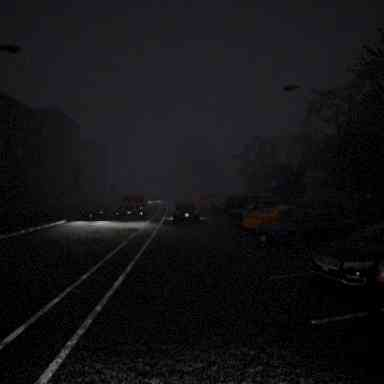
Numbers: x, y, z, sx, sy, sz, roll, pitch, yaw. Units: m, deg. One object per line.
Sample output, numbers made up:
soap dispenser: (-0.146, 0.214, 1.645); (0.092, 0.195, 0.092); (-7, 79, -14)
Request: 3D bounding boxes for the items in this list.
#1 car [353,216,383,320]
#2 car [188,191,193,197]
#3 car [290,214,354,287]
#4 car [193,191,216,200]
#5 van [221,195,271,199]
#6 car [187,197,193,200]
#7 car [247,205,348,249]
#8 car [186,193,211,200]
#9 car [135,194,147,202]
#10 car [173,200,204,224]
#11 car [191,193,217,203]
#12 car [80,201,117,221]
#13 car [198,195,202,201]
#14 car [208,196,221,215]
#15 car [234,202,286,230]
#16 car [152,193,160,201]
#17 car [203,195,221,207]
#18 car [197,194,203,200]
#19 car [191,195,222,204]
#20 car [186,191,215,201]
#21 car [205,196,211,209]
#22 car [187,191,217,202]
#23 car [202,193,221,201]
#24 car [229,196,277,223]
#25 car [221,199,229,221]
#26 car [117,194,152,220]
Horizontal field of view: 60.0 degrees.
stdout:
car: (5.253, 1.349, 5.343); (4.553, 1.767, 2.185); (1, 0, -21)
car: (2.785, 1.094, 58.758); (5.566, 2.045, 2.435); (0, 1, -25)
car: (5.256, 1.472, 8.317); (4.892, 1.521, 2.231); (1, 0, -21)
car: (3.514, 1.201, 49.895); (5.566, 2.045, 2.435); (1, 0, -24)
van: (4.884, 1.236, 26.192); (4.442, 1.987, 1.878); (1, 0, -22)
car: (-1.238, 1.591, 41.636); (1.895, 1.301, 4.718); (0, 0, -3)
car: (5.107, 1.493, 14.251); (4.792, 1.488, 2.163); (1, 0, -21)
car: (1.431, 1.007, 73.577); (4.892, 1.521, 2.231); (0, 1, -26)
car: (-10.384, 1.169, 68.285); (2.033, 1.411, 5.357); (0, 1, -5)
car: (-0.425, 1.542, 24.750); (1.994, 1.385, 4.181); (0, 0, -2)
car: (2.323, 1.098, 64.713); (4.553, 1.767, 2.185); (0, 2, -25)
car: (-7.670, 1.512, 27.219); (1.812, 1.442, 4.674); (0, 0, -2)
car: (3.873, 1.471, 43.946); (5.008, 1.535, 2.097); (1, 0, -24)
car: (4.531, 1.464, 32.074); (5.008, 1.535, 2.097); (1, 0, -23)
car: (5.057, 1.461, 17.234); (5.008, 1.535, 2.097); (1, 0, -22)
car: (-7.679, 1.098, 69.406); (1.837, 1.490, 4.892); (0, 1, -5)
car: (4.394, 1.467, 38.088); (5.366, 1.575, 1.946); (1, 0, -23)
car: (3.697, 1.468, 46.910); (4.892, 1.521, 2.231); (1, 1, -24)
car: (2.721, 1.287, 61.832); (5.366, 1.575, 1.946); (0, 1, -25)
car: (1.760, 0.827, 70.630); (5.566, 2.045, 2.435); (0, 1, -26)
car: (4.371, 1.466, 35.048); (5.008, 1.535, 2.097); (1, 0, -23)
car: (1.998, 0.900, 67.637); (5.566, 2.045, 2.435); (0, 2, -26)
car: (4.086, 1.345, 40.987); (4.553, 1.767, 2.185); (1, 0, -23)
car: (4.948, 1.334, 20.196); (4.553, 1.767, 2.185); (1, 0, -22)
car: (4.891, 1.460, 23.169); (5.008, 1.535, 2.097); (1, 0, -22)
car: (-4.895, 1.205, 28.011); (2.150, 2.045, 5.566); (0, 0, -2)
